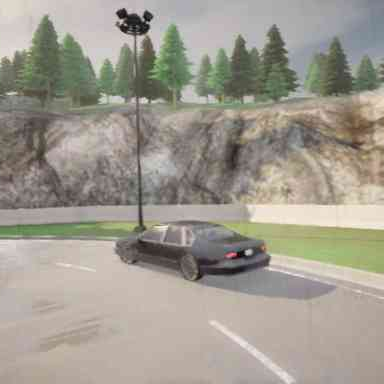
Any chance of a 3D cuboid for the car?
[{"bbox_3d":[-0.301,1.552,9.869,2.033,1.411,5.357,-2,0,-42],"label":"car"}]
